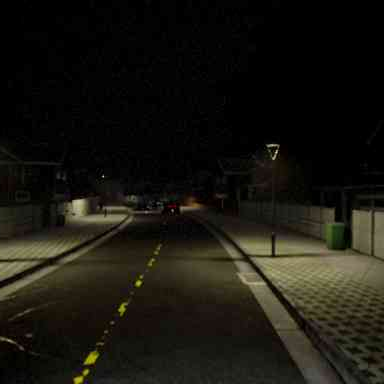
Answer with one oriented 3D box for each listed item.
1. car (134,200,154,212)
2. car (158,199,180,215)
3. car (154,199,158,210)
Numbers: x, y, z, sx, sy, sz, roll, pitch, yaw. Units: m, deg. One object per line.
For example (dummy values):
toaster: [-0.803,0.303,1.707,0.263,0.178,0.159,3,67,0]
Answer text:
car: [-6.707,1.812,44.156,2.033,1.411,5.357,0,0,-13]
car: [-2.524,1.749,38.157,1.837,1.490,4.892,0,0,-10]
car: [-4.734,1.784,48.272,2.128,1.511,4.902,0,0,-14]
